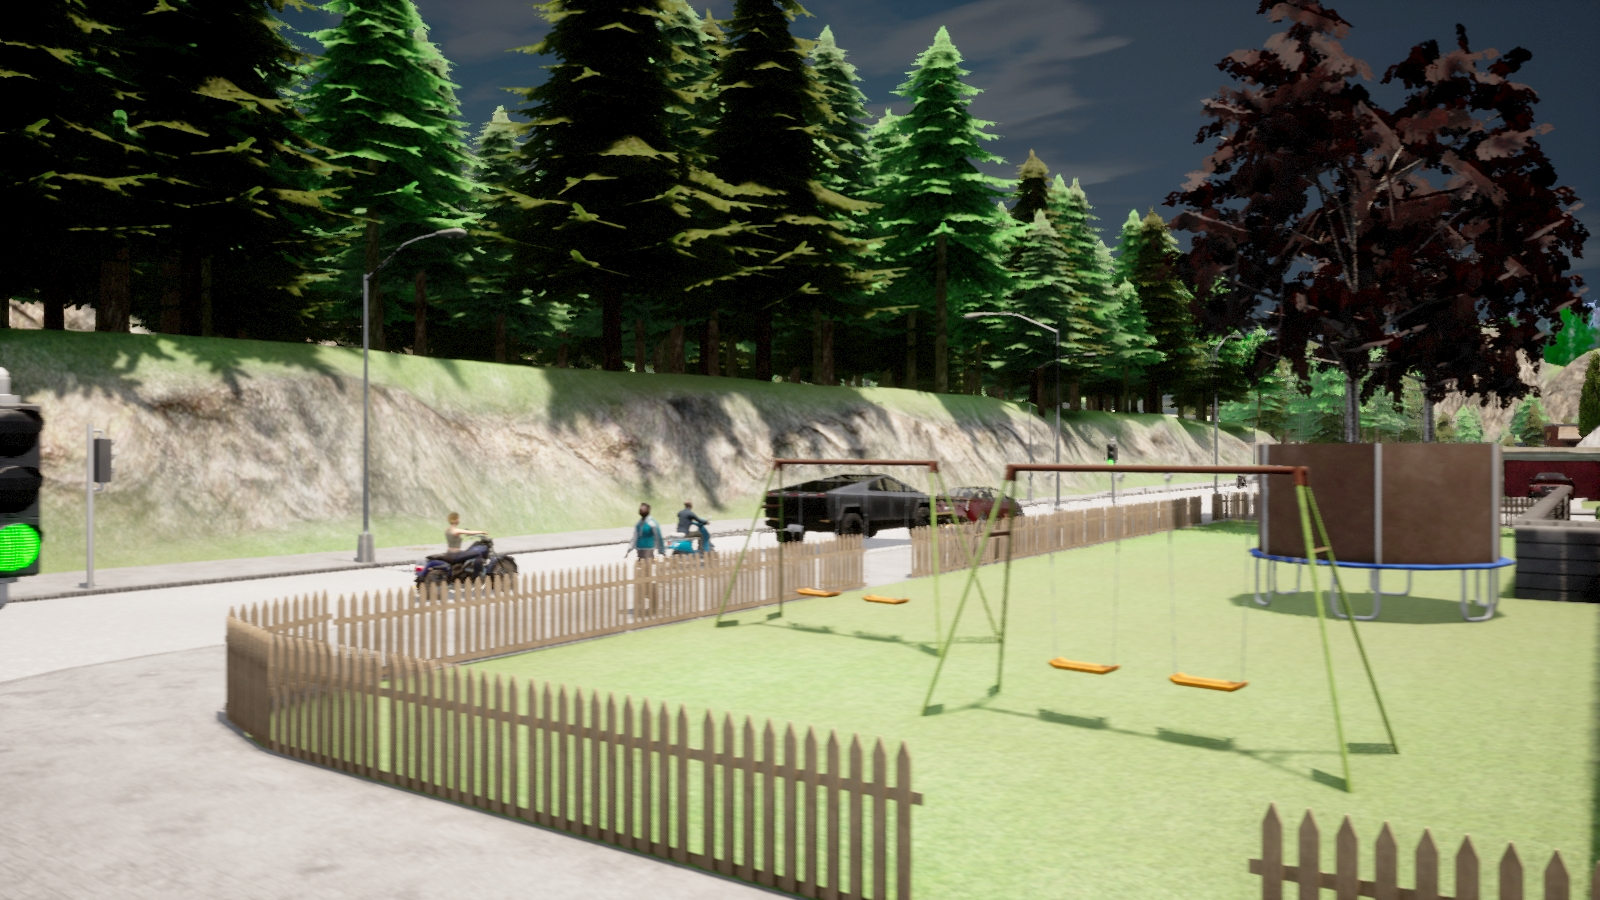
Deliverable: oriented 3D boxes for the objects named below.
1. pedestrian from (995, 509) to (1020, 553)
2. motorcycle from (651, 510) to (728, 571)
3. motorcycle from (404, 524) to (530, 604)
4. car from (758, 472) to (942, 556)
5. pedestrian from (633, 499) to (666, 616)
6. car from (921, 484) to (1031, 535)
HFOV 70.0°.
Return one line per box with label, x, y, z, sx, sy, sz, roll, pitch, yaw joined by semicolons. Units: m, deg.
pedestrian;5.443;2.127;29.958;0.500;1.100;0.500;0;0;35
motorcycle;-2.632;2.145;27.452;0.856;1.316;1.805;0;0;35
motorcycle;-6.378;2.157;22.026;0.764;1.307;2.356;0;0;35
car;1.618;1.756;33.427;2.390;2.098;6.274;0;0;35
pedestrian;-2.454;1.747;18.659;0.375;1.860;0.375;0;0;35
car;6.217;2.042;40.021;2.007;1.525;4.514;0;0;35
